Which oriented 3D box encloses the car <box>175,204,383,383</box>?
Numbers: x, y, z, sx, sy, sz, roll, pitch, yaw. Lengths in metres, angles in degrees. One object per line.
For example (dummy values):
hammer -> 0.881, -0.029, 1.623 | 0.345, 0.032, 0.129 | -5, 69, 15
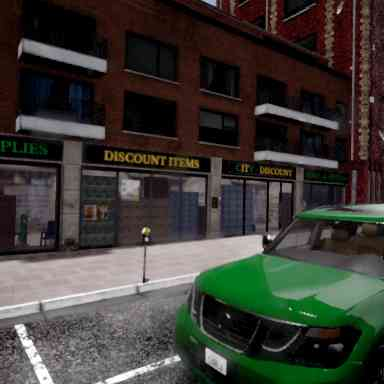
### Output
car -> 2.464, 1.225, 4.715 | 5.566, 2.045, 2.150 | 0, 0, -36
